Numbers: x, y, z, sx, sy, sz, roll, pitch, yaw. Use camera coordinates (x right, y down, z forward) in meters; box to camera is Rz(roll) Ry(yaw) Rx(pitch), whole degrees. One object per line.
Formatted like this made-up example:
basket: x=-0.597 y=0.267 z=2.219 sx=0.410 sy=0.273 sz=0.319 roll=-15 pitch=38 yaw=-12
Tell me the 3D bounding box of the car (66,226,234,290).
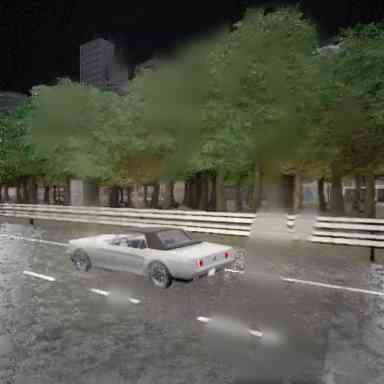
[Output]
car: x=-1.344 y=1.603 z=9.128 sx=4.718 sy=1.301 sz=1.895 roll=0 pitch=0 yaw=35
